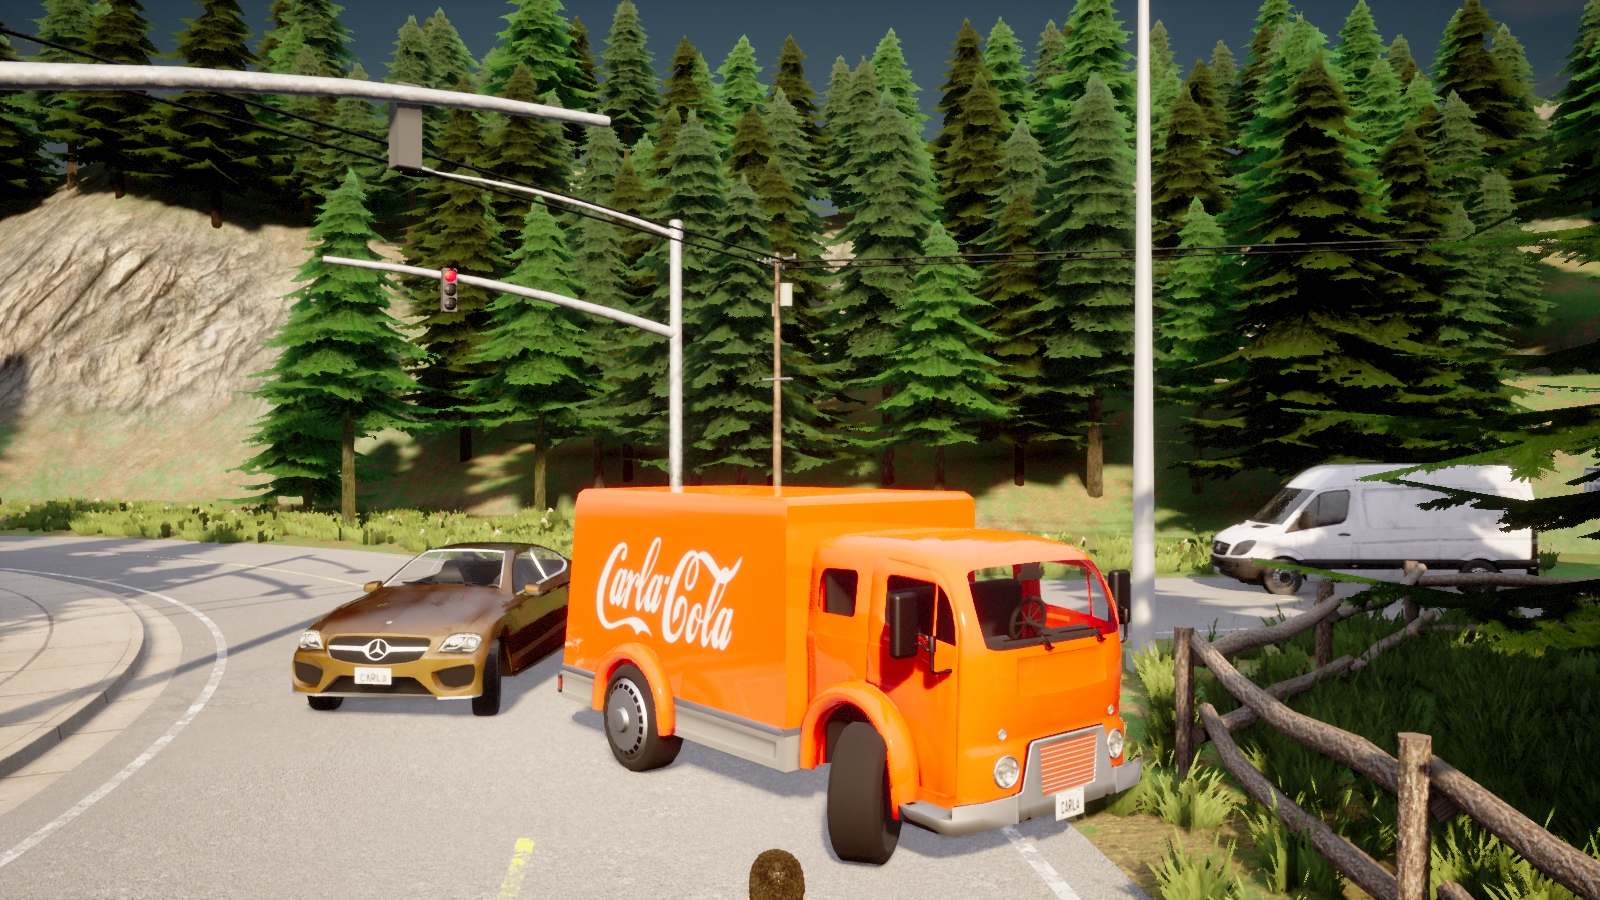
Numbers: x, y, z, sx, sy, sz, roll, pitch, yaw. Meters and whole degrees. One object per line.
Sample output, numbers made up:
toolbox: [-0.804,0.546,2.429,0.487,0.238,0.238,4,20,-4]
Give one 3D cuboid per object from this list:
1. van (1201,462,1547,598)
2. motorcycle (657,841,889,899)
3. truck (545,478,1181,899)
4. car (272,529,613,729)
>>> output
van: [11.364,1.535,22.973,5.915,2.561,1.988,0,0,3]
motorcycle: [-0.074,2.159,3.526,0.803,1.199,2.033,0,0,-2]
truck: [0.202,1.542,9.769,2.627,2.467,5.204,0,0,-39]
car: [-4.038,1.970,14.038,2.152,1.651,5.027,0,0,6]
